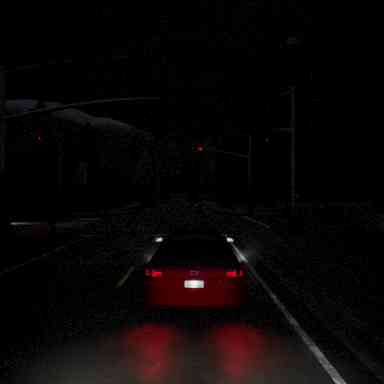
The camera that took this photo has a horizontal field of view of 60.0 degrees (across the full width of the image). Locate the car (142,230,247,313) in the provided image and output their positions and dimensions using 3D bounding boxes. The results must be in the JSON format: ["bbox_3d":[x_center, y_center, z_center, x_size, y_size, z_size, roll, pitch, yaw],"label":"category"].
[{"bbox_3d":[0.060,1.564,7.762,1.994,1.385,4.181,0,0,1],"label":"car"}]

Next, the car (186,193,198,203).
[{"bbox_3d":[-0.009,1.221,67.380,2.150,2.045,5.566,0,0,0],"label":"car"}]
